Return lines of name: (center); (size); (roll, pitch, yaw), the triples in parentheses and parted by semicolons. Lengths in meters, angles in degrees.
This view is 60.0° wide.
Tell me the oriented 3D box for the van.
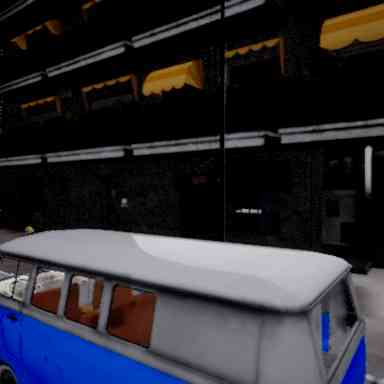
van: (-0.493, 1.345, 3.214); (3.998, 1.788, 1.690); (0, 0, 35)
